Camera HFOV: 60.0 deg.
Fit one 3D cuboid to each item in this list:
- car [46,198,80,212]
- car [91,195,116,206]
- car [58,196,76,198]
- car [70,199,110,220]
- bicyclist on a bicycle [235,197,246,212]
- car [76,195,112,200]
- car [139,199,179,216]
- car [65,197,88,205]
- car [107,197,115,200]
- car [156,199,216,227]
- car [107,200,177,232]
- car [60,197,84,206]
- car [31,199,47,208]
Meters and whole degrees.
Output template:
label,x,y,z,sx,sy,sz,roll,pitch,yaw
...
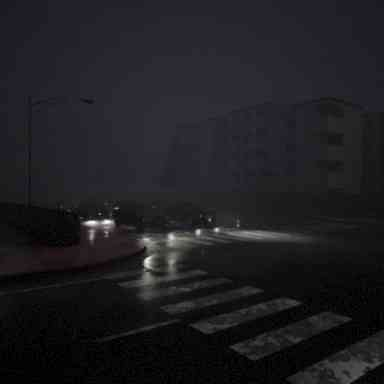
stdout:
label,x,y,z,sx,sy,sz,roll,pitch,yaw
car,-13.604,1.595,35.190,1.895,1.301,4.718,0,0,-36
car,-14.212,1.341,53.514,2.097,1.767,4.553,0,0,-41
car,-17.495,1.345,46.429,2.097,1.767,4.553,0,0,-38
car,-8.469,1.559,27.988,1.994,1.385,4.181,0,0,-35
bicyclist on a bicycle,4.969,1.287,34.084,1.656,1.620,0.582,0,0,-35
car,-11.101,1.344,37.684,2.097,1.767,4.553,0,0,-36
car,-3.395,1.495,33.284,1.837,1.490,4.892,0,0,-35
car,-20.947,1.554,60.150,4.181,1.385,1.994,0,0,38
car,-5.796,1.497,30.265,1.837,1.490,4.892,0,0,-35
car,-0.374,1.484,22.732,2.128,1.511,4.902,0,0,-37
car,-3.253,1.472,20.657,1.882,1.535,5.008,0,0,-35
car,-19.526,1.556,54.034,1.994,1.385,4.181,0,0,-45
car,-19.675,1.559,43.537,1.994,1.385,4.181,0,0,-37
